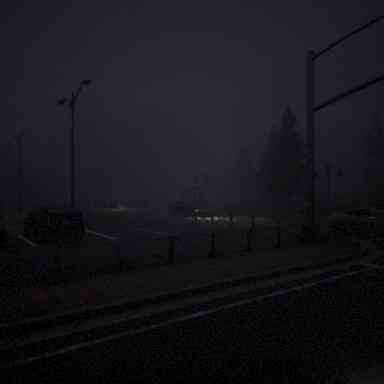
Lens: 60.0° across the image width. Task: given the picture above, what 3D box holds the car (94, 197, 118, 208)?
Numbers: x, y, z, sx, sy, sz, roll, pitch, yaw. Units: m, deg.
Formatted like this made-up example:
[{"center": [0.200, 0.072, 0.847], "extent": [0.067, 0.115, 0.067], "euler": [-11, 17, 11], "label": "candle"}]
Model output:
[{"center": [-12.248, 1.473, 47.176], "extent": [1.882, 1.535, 5.008], "euler": [0, 0, -36], "label": "car"}]

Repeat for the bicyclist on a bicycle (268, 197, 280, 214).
[{"center": [7.949, 1.286, 32.232], "extent": [1.656, 1.620, 0.582], "euler": [0, 0, -36], "label": "bicyclist on a bicycle"}]

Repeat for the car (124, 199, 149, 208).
[{"center": [-7.968, 1.589, 47.315], "extent": [1.895, 1.301, 4.718], "euler": [0, 0, -36], "label": "car"}]

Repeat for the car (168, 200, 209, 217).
[{"center": [-0.434, 1.494, 30.996], "extent": [1.837, 1.490, 4.892], "euler": [0, 0, -36], "label": "car"}]

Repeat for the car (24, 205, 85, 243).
[{"center": [-6.383, 1.338, 15.298], "extent": [2.007, 1.523, 4.514], "euler": [0, 0, -36], "label": "car"}]

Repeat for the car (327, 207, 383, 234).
[{"center": [9.282, 1.515, 17.157], "extent": [1.812, 1.442, 4.674], "euler": [0, 0, -31], "label": "car"}]

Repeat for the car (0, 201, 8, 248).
[{"center": [-8.895, 1.330, 13.418], "extent": [2.152, 1.636, 5.027], "euler": [0, 0, -36], "label": "car"}]
